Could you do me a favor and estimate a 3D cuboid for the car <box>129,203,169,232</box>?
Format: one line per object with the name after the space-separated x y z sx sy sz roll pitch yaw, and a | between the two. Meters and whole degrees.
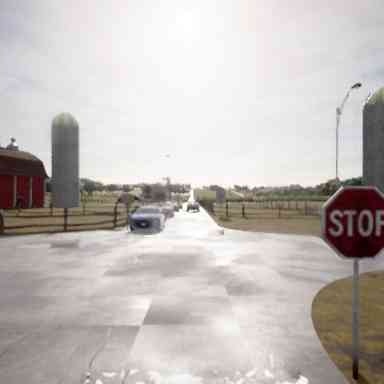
-2.827 1.675 21.883 1.882 1.535 5.008 0 -1 0 | car

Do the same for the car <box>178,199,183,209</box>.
-2.777 1.992 46.023 2.128 1.511 4.902 0 -1 0 | car

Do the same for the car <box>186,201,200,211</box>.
0.164 2.088 48.660 2.033 1.411 5.357 0 -1 0 | car

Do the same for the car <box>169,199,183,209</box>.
-2.714 2.056 58.137 2.097 1.767 4.553 0 -1 1 | car

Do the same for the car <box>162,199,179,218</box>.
-2.803 1.853 35.177 2.128 1.511 4.902 0 -1 0 | car
